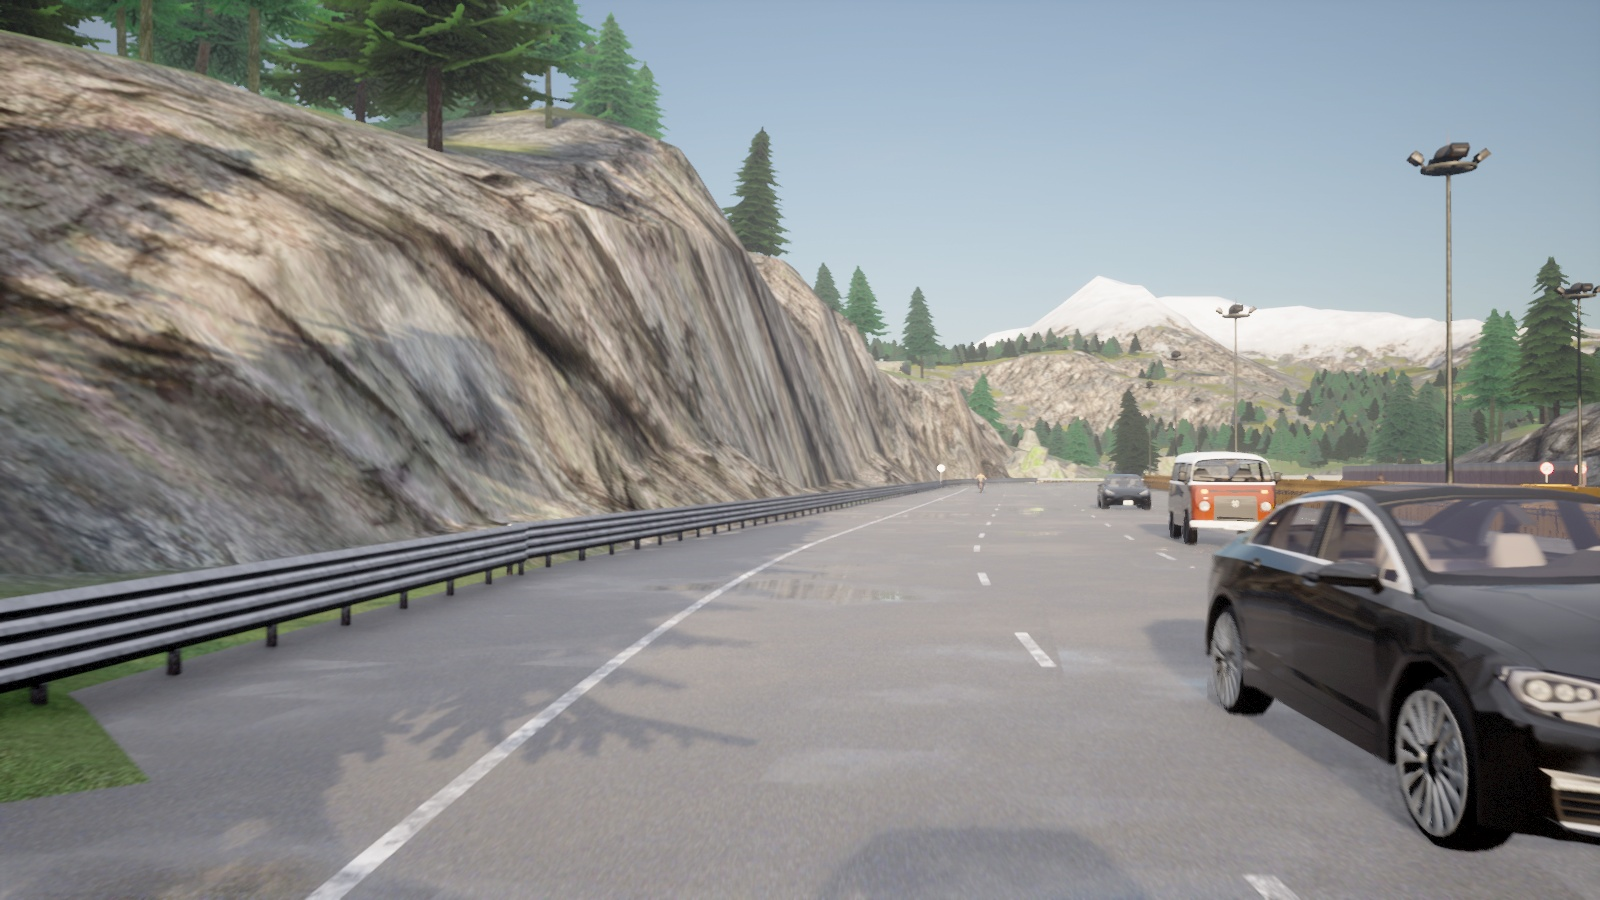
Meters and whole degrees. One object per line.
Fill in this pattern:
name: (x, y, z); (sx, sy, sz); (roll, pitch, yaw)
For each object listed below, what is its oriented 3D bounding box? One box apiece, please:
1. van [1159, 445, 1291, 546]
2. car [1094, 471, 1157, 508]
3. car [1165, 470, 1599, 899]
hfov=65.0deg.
van: (9.292, 0.968, 27.826); (2.069, 2.038, 4.480); (-1, -1, 10)
car: (13.671, 1.649, 53.002); (2.163, 1.488, 4.792); (0, -1, 10)
car: (3.603, 0.866, 6.550); (2.128, 1.511, 4.902); (0, -1, 2)
